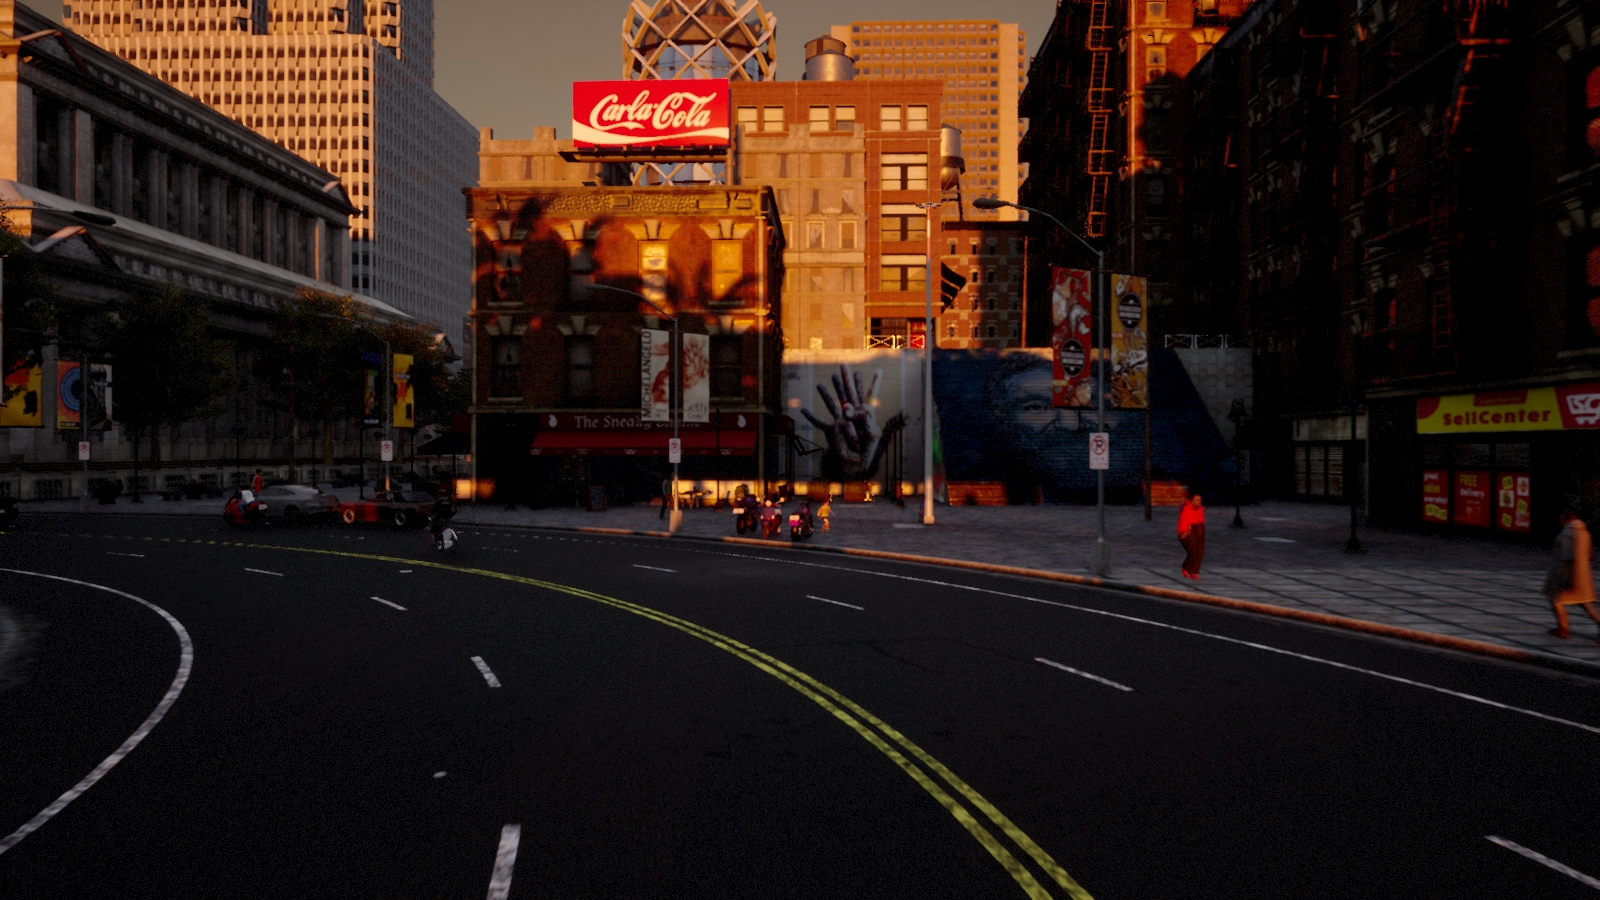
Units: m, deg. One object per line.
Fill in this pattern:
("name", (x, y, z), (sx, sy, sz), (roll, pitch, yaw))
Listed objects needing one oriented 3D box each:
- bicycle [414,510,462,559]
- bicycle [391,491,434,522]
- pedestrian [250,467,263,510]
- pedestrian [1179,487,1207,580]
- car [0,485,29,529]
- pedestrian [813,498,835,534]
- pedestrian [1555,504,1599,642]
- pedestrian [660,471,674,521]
("bicycle", (-9.575, 2.212, 30.206), (1.835, 1.171, 0.329), (0, 1, 42))
("bicycle", (-15.108, 2.209, 44.538), (1.643, 1.196, 0.373), (0, 0, 11))
("pedestrian", (-24.073, 1.702, 50.590), (0.375, 1.860, 0.375), (0, 0, 7))
("pedestrian", (7.994, 1.694, 23.247), (0.375, 1.860, 0.375), (0, 0, -16))
("car", (-30.844, 2.040, 41.333), (5.006, 1.535, 2.097), (0, 0, 15))
("pedestrian", (0.760, 2.076, 36.099), (0.500, 1.100, 0.500), (0, 0, -38))
("pedestrian", (10.804, 1.694, 15.880), (0.375, 1.860, 0.375), (0, 0, -20))
("pedestrian", (-4.946, 1.697, 42.502), (0.375, 1.860, 0.375), (0, 0, -42))
